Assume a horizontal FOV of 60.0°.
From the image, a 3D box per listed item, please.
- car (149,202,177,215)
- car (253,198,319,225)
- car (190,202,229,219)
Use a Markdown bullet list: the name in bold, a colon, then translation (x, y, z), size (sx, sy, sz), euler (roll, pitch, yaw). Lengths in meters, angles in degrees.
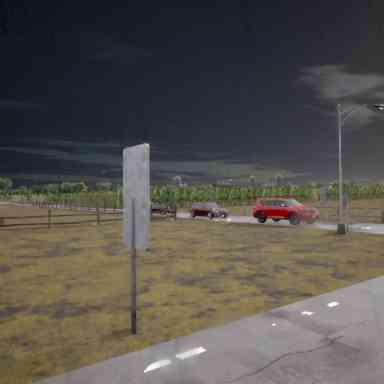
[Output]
- **car**: translation (-3.818, 2.268, 42.617), size (1.895, 1.301, 4.718), euler (0, -1, -36)
- **car**: translation (7.446, 1.516, 26.990), size (2.150, 2.045, 5.566), euler (0, -1, -36)
- **car**: translation (1.773, 1.833, 34.862), size (2.097, 1.767, 4.553), euler (0, -1, -36)
